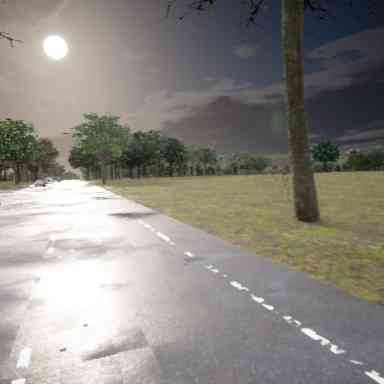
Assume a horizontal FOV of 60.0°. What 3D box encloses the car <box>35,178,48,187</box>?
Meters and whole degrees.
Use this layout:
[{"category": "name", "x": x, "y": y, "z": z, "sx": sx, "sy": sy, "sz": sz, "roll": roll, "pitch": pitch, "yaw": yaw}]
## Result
[{"category": "car", "x": -32.218, "y": -1.812, "z": 70.643, "sx": 1.812, "sy": 1.442, "sz": 4.674, "roll": -4, "pitch": 4, "yaw": -20}]
